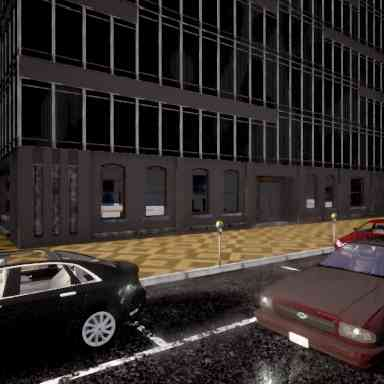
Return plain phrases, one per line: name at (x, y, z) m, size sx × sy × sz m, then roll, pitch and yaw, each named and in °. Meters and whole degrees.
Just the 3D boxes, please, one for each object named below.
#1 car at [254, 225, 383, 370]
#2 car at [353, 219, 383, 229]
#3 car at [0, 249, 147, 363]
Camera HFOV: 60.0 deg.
car at (3.569, 1.547, 5.899) m, size 5.357 × 1.411 × 2.033 m, roll 0°, pitch 0°, yaw -35°
car at (6.510, 1.582, 11.157) m, size 4.206 × 1.307 × 1.802 m, roll 0°, pitch 0°, yaw -35°
car at (-2.780, 1.551, 4.577) m, size 4.403 × 1.369 × 2.008 m, roll 0°, pitch 0°, yaw -35°
